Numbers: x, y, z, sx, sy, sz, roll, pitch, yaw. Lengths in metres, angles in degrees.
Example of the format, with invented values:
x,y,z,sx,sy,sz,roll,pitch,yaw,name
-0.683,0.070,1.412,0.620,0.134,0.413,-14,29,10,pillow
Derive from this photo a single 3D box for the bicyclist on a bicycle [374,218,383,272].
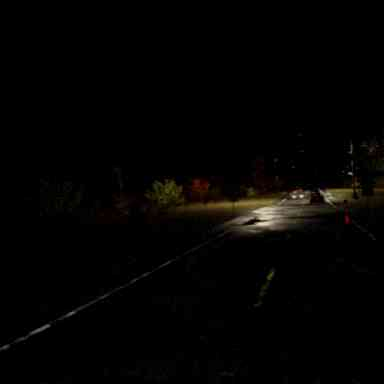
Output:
x,y,z,sx,sy,sz,roll,pitch,yaw,name
4.448,1.187,7.518,0.659,1.776,1.843,-3,0,20,bicyclist on a bicycle

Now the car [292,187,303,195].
x,y,z,sx,sy,sz,roll,pitch,yaw,name
23.895,-0.218,75.388,2.097,1.767,4.553,-3,1,20,car

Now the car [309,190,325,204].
x,y,z,sx,sy,sz,roll,pitch,yaw,name
17.672,0.888,47.109,1.994,1.385,4.181,-3,0,20,car

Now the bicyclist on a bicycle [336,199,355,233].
x,y,z,sx,sy,sz,roll,pitch,yaw,name
7.621,1.146,16.453,0.866,1.612,1.509,-3,0,20,bicyclist on a bicycle
